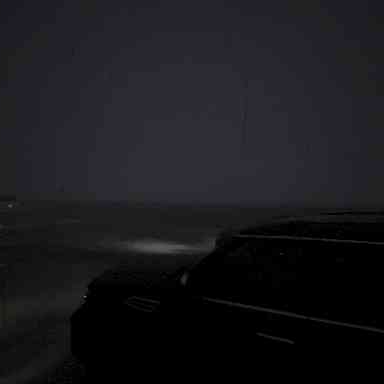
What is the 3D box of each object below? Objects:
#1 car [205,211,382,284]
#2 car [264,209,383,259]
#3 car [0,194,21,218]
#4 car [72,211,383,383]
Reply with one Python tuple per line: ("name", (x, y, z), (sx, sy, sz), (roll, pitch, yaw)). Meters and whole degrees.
("car", (3.029, 1.492, 10.431), (4.902, 1.511, 2.128), (0, 0, 35))
("car", (5.464, 1.506, 12.989), (4.892, 1.490, 1.837), (0, 0, 35))
("car", (-17.288, 1.219, 29.206), (5.566, 2.045, 2.150), (0, 0, 35))
("car", (1.264, 1.222, 3.093), (5.566, 2.045, 2.150), (0, 0, 35))
